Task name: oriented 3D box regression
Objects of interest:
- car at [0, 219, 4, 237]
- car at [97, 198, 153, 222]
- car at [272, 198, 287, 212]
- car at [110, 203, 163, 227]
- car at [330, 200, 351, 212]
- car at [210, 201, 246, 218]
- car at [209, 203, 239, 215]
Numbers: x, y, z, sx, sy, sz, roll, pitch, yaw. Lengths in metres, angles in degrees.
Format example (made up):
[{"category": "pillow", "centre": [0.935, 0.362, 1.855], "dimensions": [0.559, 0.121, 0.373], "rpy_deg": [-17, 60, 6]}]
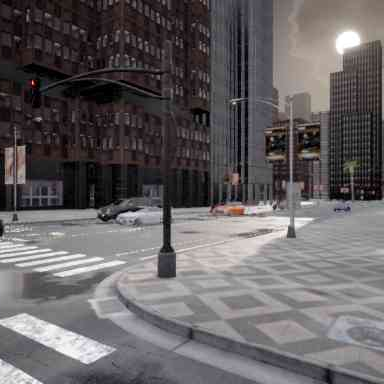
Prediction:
[{"category": "car", "centre": [-10.427, 1.582, 13.915], "dimensions": [1.882, 1.535, 5.008], "rpy_deg": [0, -1, 19]}, {"category": "car", "centre": [-5.510, 1.531, 28.800], "dimensions": [2.150, 2.045, 5.566], "rpy_deg": [0, 0, 35]}, {"category": "car", "centre": [13.708, 2.042, 50.172], "dimensions": [1.837, 1.490, 4.892], "rpy_deg": [0, -1, 35]}, {"category": "car", "centre": [-3.704, 1.822, 25.733], "dimensions": [1.812, 1.442, 4.674], "rpy_deg": [0, -1, 35]}, {"category": "car", "centre": [24.268, 2.428, 53.660], "dimensions": [2.033, 1.411, 5.357], "rpy_deg": [0, -1, 34]}, {"category": "car", "centre": [4.131, 1.845, 36.790], "dimensions": [2.097, 1.767, 4.553], "rpy_deg": [0, -1, 35]}, {"category": "car", "centre": [4.105, 2.120, 42.360], "dimensions": [1.994, 1.385, 4.181], "rpy_deg": [0, -1, 36]}]
